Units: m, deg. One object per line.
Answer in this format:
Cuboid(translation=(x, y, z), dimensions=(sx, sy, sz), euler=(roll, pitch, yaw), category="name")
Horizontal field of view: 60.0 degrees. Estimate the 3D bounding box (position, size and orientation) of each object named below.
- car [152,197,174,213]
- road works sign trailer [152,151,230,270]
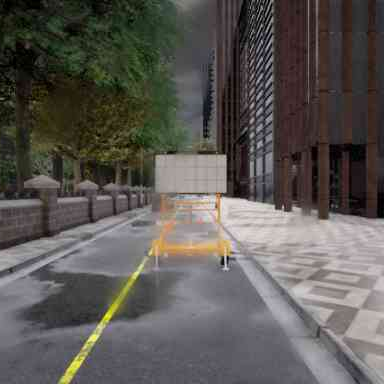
Cuboid(translation=(-3.097, 1.331, 35.959), dimensions=(2.097, 1.767, 4.553), euler=(0, 0, 0), category="car")
Cuboid(translation=(-0.028, 0.464, 11.004), dimensions=(2.380, 3.560, 2.880), euler=(0, 0, 0), category="road works sign trailer")
